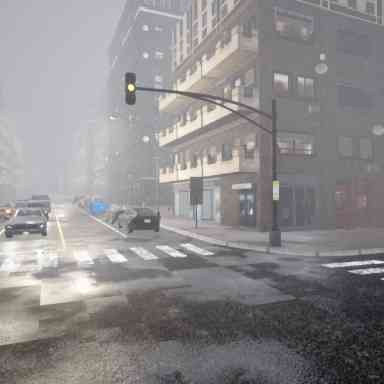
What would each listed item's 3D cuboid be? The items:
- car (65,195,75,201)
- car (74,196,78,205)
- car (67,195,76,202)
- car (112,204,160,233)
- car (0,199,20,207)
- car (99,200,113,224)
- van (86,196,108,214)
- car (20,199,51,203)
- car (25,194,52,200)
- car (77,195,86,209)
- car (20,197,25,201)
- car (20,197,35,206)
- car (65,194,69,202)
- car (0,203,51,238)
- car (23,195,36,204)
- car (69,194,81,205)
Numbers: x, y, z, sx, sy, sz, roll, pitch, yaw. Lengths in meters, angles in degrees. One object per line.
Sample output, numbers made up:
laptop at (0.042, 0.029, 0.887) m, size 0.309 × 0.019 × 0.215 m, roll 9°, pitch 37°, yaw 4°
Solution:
car at (-31.947, 1.618, 87.040) m, size 2.008 × 1.369 × 4.403 m, roll 1°, pitch 0°, yaw -23°
car at (-16.456, 1.617, 50.707) m, size 1.802 × 1.307 × 4.206 m, roll 1°, pitch 0°, yaw -23°
car at (-29.800, 1.588, 82.008) m, size 1.752 × 1.417 × 4.829 m, roll 1°, pitch 0°, yaw -23°
car at (-3.177, 1.579, 19.564) m, size 1.947 × 1.339 × 4.313 m, roll 1°, pitch 0°, yaw -23°
car at (-15.310, 1.457, 26.659) m, size 1.967 × 1.590 × 4.097 m, roll 1°, pitch 0°, yaw -23°
car at (-5.390, 1.567, 24.755) m, size 2.008 × 1.369 × 4.403 m, roll 1°, pitch 0°, yaw -23°
van at (-9.812, 1.364, 35.137) m, size 1.690 × 1.788 × 3.998 m, roll 1°, pitch 0°, yaw -23°
car at (-12.779, 1.543, 27.306) m, size 1.812 × 1.442 × 4.674 m, roll 0°, pitch 0°, yaw -23°
car at (-16.962, 1.246, 37.195) m, size 2.150 × 2.045 × 5.566 m, roll 0°, pitch 0°, yaw -22°
car at (-14.308, 1.556, 45.673) m, size 1.752 × 1.417 × 4.829 m, roll 1°, pitch 0°, yaw -23°
car at (-24.163, 1.577, 47.421) m, size 1.887 × 1.381 × 4.507 m, roll 1°, pitch 0°, yaw -23°
car at (-28.590, 1.592, 57.801) m, size 2.008 × 1.369 × 4.403 m, roll 1°, pitch 0°, yaw -23°
car at (-27.521, 1.609, 76.660) m, size 2.008 × 1.369 × 4.403 m, roll 1°, pitch 0°, yaw -23°
car at (-8.902, 1.559, 18.192) m, size 2.033 × 1.411 × 5.357 m, roll 0°, pitch 0°, yaw -23°
car at (-30.801, 1.486, 62.993) m, size 1.967 × 1.590 × 4.097 m, roll 1°, pitch 0°, yaw -23°
car at (-20.877, 1.359, 61.089) m, size 2.192 × 1.841 × 5.009 m, roll 1°, pitch 0°, yaw -23°
